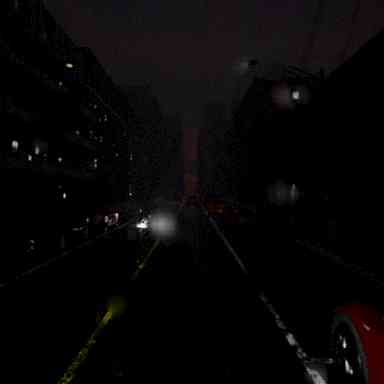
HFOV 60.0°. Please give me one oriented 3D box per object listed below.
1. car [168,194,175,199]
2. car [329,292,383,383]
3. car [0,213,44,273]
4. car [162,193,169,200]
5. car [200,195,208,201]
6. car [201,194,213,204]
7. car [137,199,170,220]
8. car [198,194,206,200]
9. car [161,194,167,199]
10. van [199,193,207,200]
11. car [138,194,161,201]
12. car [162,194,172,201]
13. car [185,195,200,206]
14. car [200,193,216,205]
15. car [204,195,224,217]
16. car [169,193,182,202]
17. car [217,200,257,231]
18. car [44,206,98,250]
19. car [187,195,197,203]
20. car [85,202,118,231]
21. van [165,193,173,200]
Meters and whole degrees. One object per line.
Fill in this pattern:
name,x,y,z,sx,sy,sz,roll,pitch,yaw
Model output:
car,-5.691,1.288,93.489,1.752,1.417,4.829,0,0,0
car,2.697,1.428,2.617,1.967,1.590,4.097,0,0,0
car,-5.684,1.406,8.310,1.967,1.590,4.097,0,0,0
car,-5.688,1.251,59.520,1.967,1.590,4.097,0,0,0
car,2.690,1.361,76.588,1.802,1.307,4.206,0,0,0
car,2.692,1.250,59.517,1.967,1.590,4.097,0,0,0
car,-3.102,1.497,26.860,1.895,1.301,4.718,0,0,0
car,2.689,1.311,87.967,1.887,1.381,4.507,0,0,0
car,-5.688,1.374,53.829,2.008,1.369,4.403,0,0,0
van,2.691,1.113,82.276,1.690,1.788,3.998,0,0,0
car,-5.686,1.165,42.448,2.192,1.841,5.009,0,0,0
car,-5.690,1.305,76.421,1.752,1.417,4.829,0,0,0
car,0.011,1.309,50.095,1.882,1.535,5.008,0,0,0
car,2.694,1.151,48.137,2.192,1.841,5.009,0,0,0
car,2.359,1.363,30.088,1.882,1.535,5.008,0,0,0
car,-3.011,1.286,67.481,1.837,1.490,4.892,0,0,0
car,2.695,1.447,19.856,1.752,1.417,4.829,0,0,0
car,-5.686,1.489,14.000,1.887,1.381,4.507,0,0,0
car,-0.002,1.350,66.218,2.033,1.411,5.357,0,0,0
car,-5.685,1.363,19.689,1.967,1.590,4.097,0,0,0
van,-5.689,1.113,82.277,1.690,1.788,3.998,0,0,0
